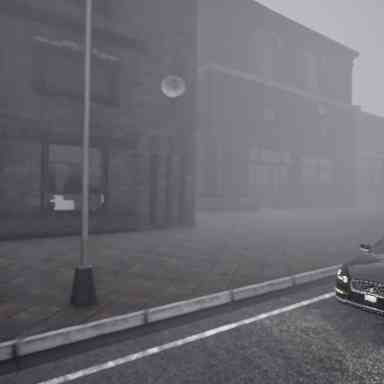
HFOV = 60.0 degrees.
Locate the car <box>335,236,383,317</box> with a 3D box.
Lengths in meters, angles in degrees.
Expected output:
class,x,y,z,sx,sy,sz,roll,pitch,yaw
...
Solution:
class,x,y,z,sx,sy,sz,roll,pitch,yaw
car,4.910,1.487,6.856,4.892,1.490,1.837,0,0,-35
